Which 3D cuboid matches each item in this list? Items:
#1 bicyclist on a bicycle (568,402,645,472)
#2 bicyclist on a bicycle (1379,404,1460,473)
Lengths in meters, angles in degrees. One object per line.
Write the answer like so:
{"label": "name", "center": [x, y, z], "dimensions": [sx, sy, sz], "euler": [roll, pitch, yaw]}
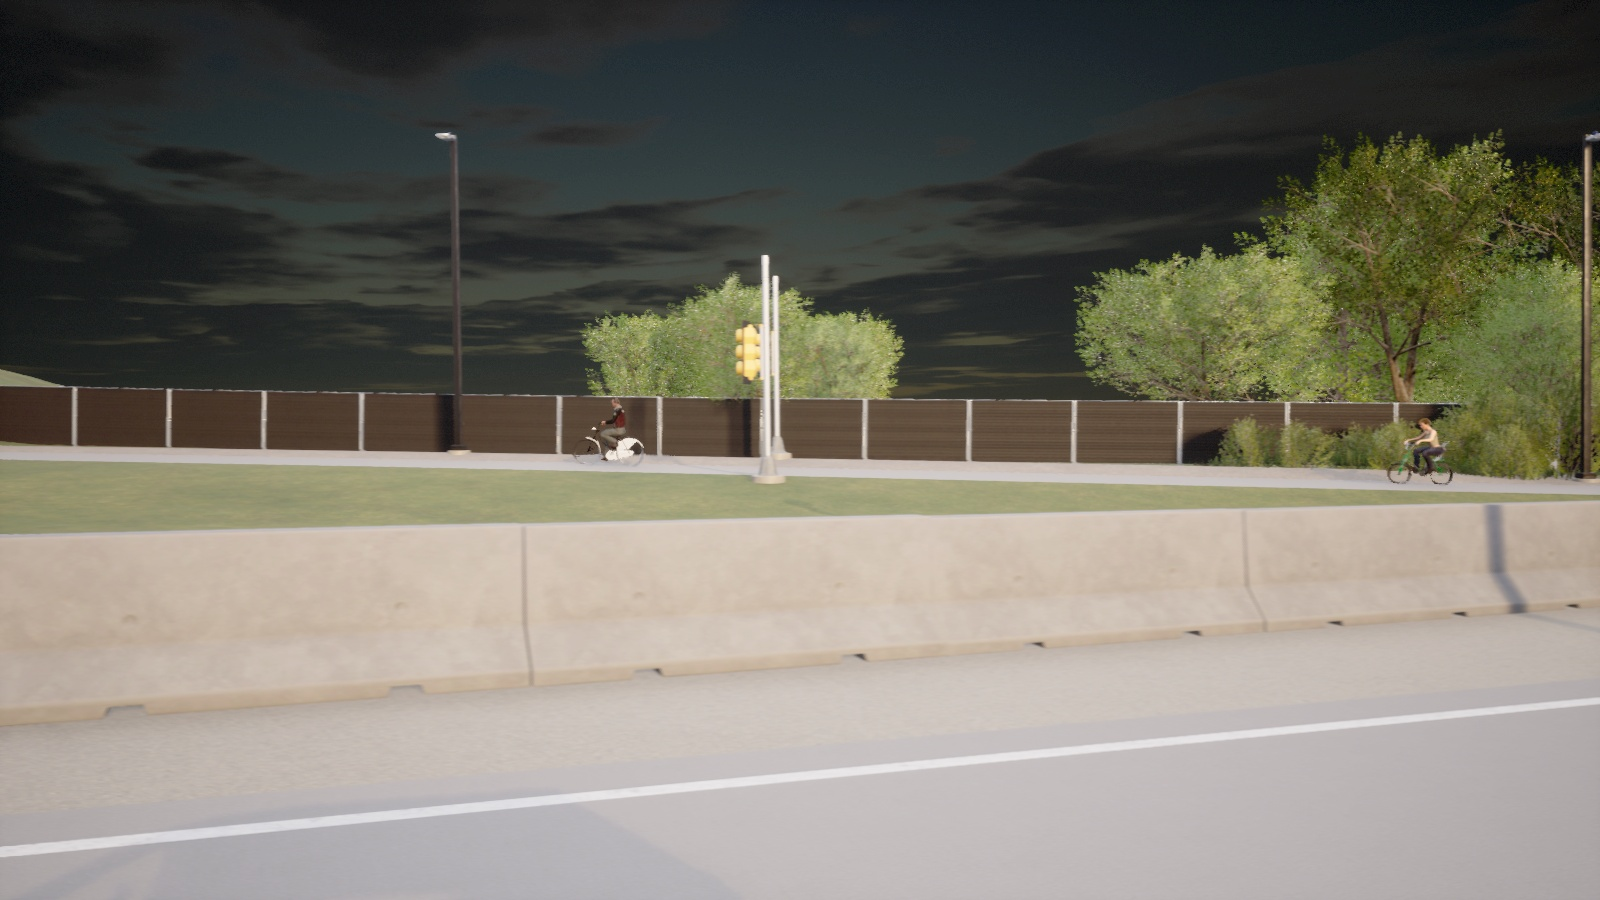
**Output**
{"label": "bicyclist on a bicycle", "center": [-4.952, -0.343, 32.176], "dimensions": [1.843, 1.776, 0.659], "euler": [0, 2, 6]}
{"label": "bicyclist on a bicycle", "center": [14.830, -0.278, 30.079], "dimensions": [1.509, 1.612, 0.866], "euler": [0, 1, 5]}
